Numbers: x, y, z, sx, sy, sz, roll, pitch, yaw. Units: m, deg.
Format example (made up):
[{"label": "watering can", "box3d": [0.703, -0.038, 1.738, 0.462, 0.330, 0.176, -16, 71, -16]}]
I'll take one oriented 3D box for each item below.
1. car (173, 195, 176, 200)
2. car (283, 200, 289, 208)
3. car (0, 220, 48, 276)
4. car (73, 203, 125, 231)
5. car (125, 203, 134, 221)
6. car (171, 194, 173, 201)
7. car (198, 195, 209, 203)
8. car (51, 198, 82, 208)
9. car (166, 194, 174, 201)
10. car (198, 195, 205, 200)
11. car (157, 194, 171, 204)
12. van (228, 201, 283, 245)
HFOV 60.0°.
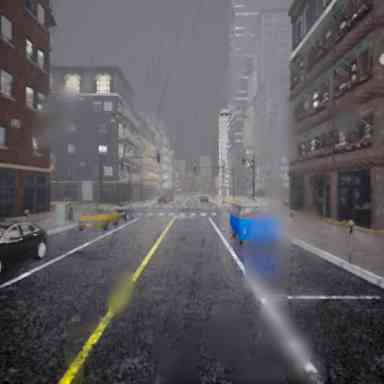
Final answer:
[{"label": "car", "box3d": [-5.726, 1.300, 81.630, 2.192, 1.841, 5.009, -1, 0, 0]}, {"label": "car", "box3d": [14.662, 1.455, 46.647, 4.313, 1.339, 1.947, 0, 1, 0]}, {"label": "car", "box3d": [-5.704, 1.546, 9.624, 2.008, 1.369, 4.403, -1, 0, 0]}, {"label": "car", "box3d": [-5.707, 1.516, 20.783, 1.752, 1.417, 4.829, -1, 0, 0]}, {"label": "car", "box3d": [-5.708, 1.540, 26.617, 2.008, 1.369, 4.403, -1, 0, 0]}, {"label": "car", "box3d": [-5.721, 1.424, 70.332, 1.967, 1.590, 4.097, -1, 0, 0]}, {"label": "car", "box3d": [2.627, 1.528, 70.392, 1.887, 1.381, 4.507, -1, 0, 0]}, {"label": "car", "box3d": [-17.897, 1.486, 46.584, 4.829, 1.417, 1.752, 0, 1, 0]}, {"label": "car", "box3d": [-5.725, 1.426, 87.278, 1.967, 1.590, 4.097, -1, 0, 0]}, {"label": "car", "box3d": [2.622, 1.539, 92.987, 2.008, 1.369, 4.403, -1, 0, 0]}, {"label": "car", "box3d": [-5.718, 1.528, 64.683, 1.887, 1.381, 4.507, -1, 0, 0]}, {"label": "van", "box3d": [2.672, 1.334, 15.255, 1.690, 1.788, 3.998, -1, 0, 0]}]
